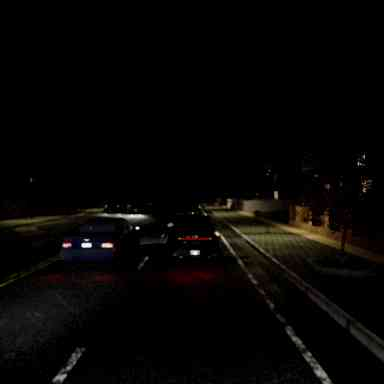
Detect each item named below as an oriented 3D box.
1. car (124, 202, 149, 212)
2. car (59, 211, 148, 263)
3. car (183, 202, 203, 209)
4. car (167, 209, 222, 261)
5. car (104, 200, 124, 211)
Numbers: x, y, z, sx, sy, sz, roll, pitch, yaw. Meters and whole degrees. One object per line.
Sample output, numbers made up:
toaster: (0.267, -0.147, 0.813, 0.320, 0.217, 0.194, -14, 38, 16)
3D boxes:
car: (-6.539, 1.939, 41.293, 2.128, 1.511, 4.902, 0, -1, 1)
car: (-3.175, 1.681, 12.558, 2.033, 1.411, 5.357, 0, -1, 0)
car: (0.089, 1.889, 35.600, 1.837, 1.490, 4.892, 0, 0, 0)
car: (0.095, 1.643, 12.838, 1.837, 1.490, 4.892, 0, 0, 0)
car: (-9.774, 1.812, 42.619, 2.097, 1.767, 4.553, 0, -1, 0)
